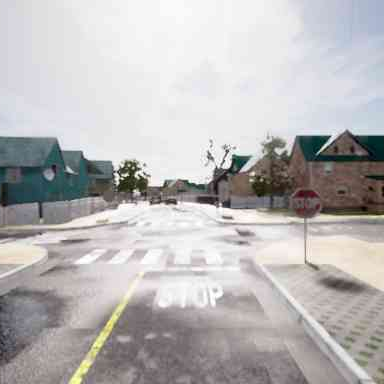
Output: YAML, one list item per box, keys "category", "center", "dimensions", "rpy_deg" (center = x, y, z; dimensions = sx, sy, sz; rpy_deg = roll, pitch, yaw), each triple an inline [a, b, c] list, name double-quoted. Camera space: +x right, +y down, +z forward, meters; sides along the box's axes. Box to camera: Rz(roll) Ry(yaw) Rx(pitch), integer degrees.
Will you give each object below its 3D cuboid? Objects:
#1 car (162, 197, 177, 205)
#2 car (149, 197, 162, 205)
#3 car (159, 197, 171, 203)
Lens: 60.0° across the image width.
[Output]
- category: "car"
  center: [-3.872, 1.660, 61.493]
  dimensions: [1.837, 1.490, 4.892]
  rpy_deg: [0, 0, -10]
- category: "car"
  center: [-7.340, 1.724, 65.136]
  dimensions: [1.812, 1.442, 4.674]
  rpy_deg: [0, -1, -10]
- category: "car"
  center: [-5.831, 1.760, 71.424]
  dimensions: [1.895, 1.301, 4.718]
  rpy_deg: [0, -1, -12]
